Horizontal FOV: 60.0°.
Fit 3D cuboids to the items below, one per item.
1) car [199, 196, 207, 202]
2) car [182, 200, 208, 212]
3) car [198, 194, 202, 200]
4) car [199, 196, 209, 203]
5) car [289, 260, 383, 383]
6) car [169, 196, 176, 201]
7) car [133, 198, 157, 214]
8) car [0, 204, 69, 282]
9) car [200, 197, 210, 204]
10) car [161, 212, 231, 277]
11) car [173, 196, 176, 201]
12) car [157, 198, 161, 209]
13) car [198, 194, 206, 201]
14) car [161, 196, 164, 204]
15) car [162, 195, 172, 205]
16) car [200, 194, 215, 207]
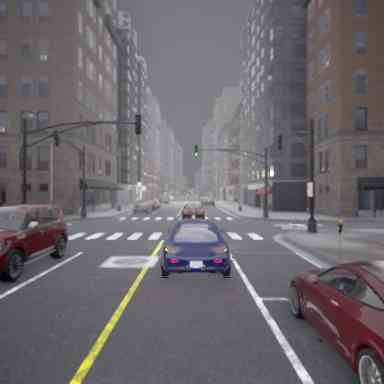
[{"bbox_3d":[2.646,1.664,80.255,1.752,1.417,4.829,0,0,0],"label":"car"},{"bbox_3d":[0.107,1.658,29.032,1.895,1.301,4.718,0,0,0],"label":"car"},{"bbox_3d":[2.644,1.555,63.723,1.967,1.590,4.097,0,0,0],"label":"car"},{"bbox_3d":[2.645,1.681,74.631,2.008,1.369,4.403,0,0,0],"label":"car"},{"bbox_3d":[2.637,1.591,4.573,1.802,1.307,4.206,0,0,0],"label":"car"},{"bbox_3d":[-5.378,1.741,90.997,1.802,1.307,4.206,0,0,0],"label":"car"},{"bbox_3d":[-5.384,1.621,36.459,2.008,1.369,4.403,0,0,0],"label":"car"},{"bbox_3d":[-5.387,1.335,9.997,2.192,1.841,5.009,0,0,0],"label":"car"},{"bbox_3d":[2.645,1.667,69.177,1.887,1.381,4.507,0,0,0],"label":"car"},{"bbox_3d":[0.101,1.546,10.141,1.812,1.442,4.674,0,0,0],"label":"car"},{"bbox_3d":[-5.378,1.673,85.374,1.752,1.417,4.829,0,0,0],"label":"car"},{"bbox_3d":[-5.383,1.625,41.914,1.887,1.381,4.507,0,0,0],"label":"car"},{"bbox_3d":[2.646,1.474,90.994,2.192,1.841,5.009,0,0,0],"label":"car"},{"bbox_3d":[-5.383,1.615,47.198,1.752,1.417,4.829,0,0,0],"label":"car"},{"bbox_3d":[-5.381,1.681,63.730,1.947,1.339,4.313,0,0,0],"label":"car"},{"bbox_3d":[2.643,1.538,52.814,1.967,1.590,4.097,0,0,0],"label":"car"}]
